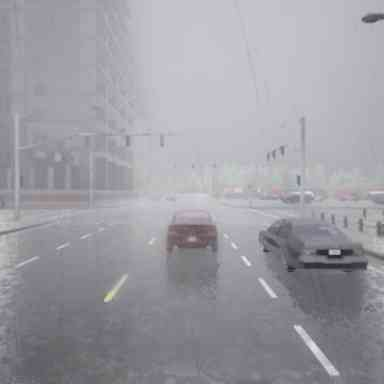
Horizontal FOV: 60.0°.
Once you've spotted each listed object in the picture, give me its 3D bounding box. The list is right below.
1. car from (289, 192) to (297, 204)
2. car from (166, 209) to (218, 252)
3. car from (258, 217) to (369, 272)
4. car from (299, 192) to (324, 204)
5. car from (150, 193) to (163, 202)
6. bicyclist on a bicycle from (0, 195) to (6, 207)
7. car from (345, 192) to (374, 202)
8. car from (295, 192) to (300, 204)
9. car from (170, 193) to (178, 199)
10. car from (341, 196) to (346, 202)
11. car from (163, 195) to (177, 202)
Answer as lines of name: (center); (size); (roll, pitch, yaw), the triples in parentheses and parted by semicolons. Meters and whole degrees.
car: (24.201, 1.059, 72.373); (4.605, 1.855, 1.932); (0, 0, 0)
car: (0.014, 1.449, 13.772); (1.882, 1.535, 5.008); (0, 0, 0)
car: (3.507, 1.525, 10.693); (2.033, 1.411, 5.357); (0, 0, 0)
car: (24.281, 1.313, 66.795); (3.806, 1.475, 1.970); (0, 0, 0)
car: (-8.084, 1.375, 72.410); (2.128, 1.511, 4.902); (0, 0, -1)
bicyclist on a bicycle: (-26.006, 1.261, 45.689); (0.582, 1.620, 1.656); (0, 0, -1)
car: (39.231, 1.047, 78.007); (4.605, 1.855, 1.932); (0, 0, 0)
car: (24.266, 1.275, 69.690); (3.905, 1.438, 1.784); (0, 0, 0)
car: (-4.780, 1.045, 88.085); (2.033, 1.411, 5.357); (0, 0, -1)
car: (39.280, 1.252, 80.904); (3.905, 1.438, 1.784); (0, 0, 0)
car: (-4.585, 1.328, 72.451); (1.882, 1.535, 5.008); (0, 0, -1)
